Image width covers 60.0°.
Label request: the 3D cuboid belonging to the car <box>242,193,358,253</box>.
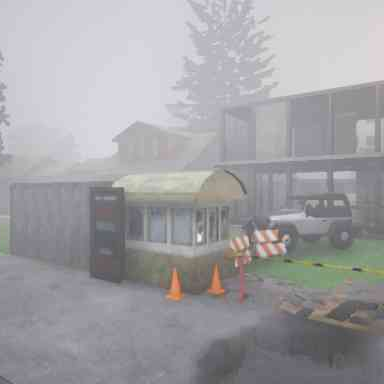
[{"bbox_3d":[3.870,0.983,11.707,3.866,1.878,1.905,0,0,-19],"label":"car"}]
